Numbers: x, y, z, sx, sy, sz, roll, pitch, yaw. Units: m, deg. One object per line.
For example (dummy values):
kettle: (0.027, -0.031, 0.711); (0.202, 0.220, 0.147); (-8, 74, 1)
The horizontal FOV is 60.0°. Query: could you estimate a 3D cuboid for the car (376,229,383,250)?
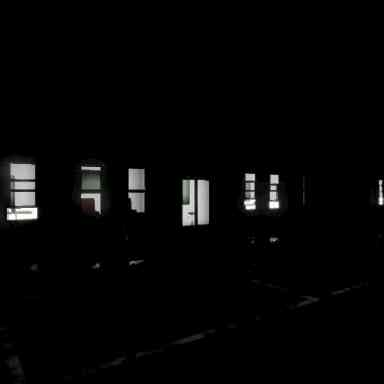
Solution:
car: (8.819, 1.541, 12.851); (4.403, 1.369, 2.008); (0, 0, -36)
